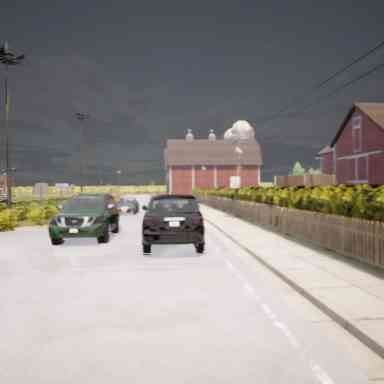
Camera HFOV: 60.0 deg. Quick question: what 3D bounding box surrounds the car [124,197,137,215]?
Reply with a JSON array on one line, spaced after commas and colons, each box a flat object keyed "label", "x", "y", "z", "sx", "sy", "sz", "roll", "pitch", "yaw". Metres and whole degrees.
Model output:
[{"label": "car", "x": -5.884, "y": 1.252, "z": 30.539, "sx": 2.128, "sy": 1.511, "sz": 4.902, "roll": -1, "pitch": 1, "yaw": -4}]

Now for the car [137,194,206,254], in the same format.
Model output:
[{"label": "car", "x": -0.797, "y": 1.095, "z": 13.172, "sx": 2.150, "sy": 2.045, "sz": 5.566, "roll": -1, "pitch": 0, "yaw": -5}]

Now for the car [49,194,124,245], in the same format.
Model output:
[{"label": "car", "x": -4.722, "y": 1.123, "z": 15.425, "sx": 2.150, "sy": 2.045, "sz": 5.566, "roll": -1, "pitch": 0, "yaw": -4}]

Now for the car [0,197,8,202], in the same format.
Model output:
[{"label": "car", "x": -24.037, "y": 1.358, "z": 40.750, "sx": 2.128, "sy": 1.511, "sz": 4.902, "roll": -1, "pitch": 1, "yaw": -4}]

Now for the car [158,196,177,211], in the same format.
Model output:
[{"label": "car", "x": -2.739, "y": 1.223, "z": 37.069, "sx": 1.994, "sy": 1.385, "sz": 4.181, "roll": -1, "pitch": 1, "yaw": -4}]

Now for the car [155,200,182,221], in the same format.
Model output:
[{"label": "car", "x": -1.842, "y": 1.359, "z": 26.141, "sx": 1.895, "sy": 1.301, "sz": 4.718, "roll": -1, "pitch": 1, "yaw": -4}]
